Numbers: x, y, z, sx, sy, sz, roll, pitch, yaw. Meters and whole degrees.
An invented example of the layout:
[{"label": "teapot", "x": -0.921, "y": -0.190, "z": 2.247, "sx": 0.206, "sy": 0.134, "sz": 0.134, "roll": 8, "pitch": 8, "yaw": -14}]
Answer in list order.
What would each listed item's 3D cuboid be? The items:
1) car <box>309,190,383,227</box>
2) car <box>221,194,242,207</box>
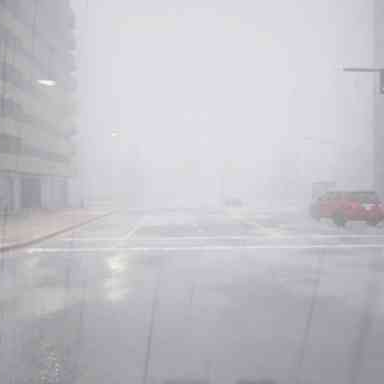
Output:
[{"label": "car", "x": 9.117, "y": 0.915, "z": 20.154, "sx": 2.150, "sy": 2.045, "sz": 5.566, "roll": 0, "pitch": 1, "yaw": -3}, {"label": "car", "x": 4.744, "y": 0.991, "z": 39.939, "sx": 1.812, "sy": 1.442, "sz": 4.674, "roll": 0, "pitch": 1, "yaw": -2}]
